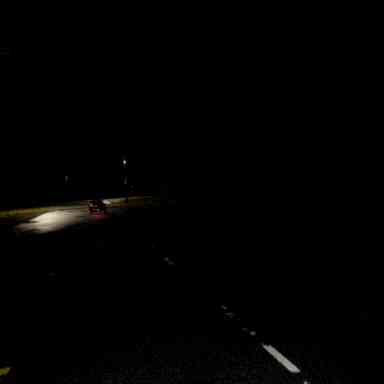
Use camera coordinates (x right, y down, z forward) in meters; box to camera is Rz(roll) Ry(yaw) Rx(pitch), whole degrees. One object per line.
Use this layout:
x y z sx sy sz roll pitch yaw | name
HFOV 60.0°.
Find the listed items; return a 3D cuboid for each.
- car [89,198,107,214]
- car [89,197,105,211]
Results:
-11.607 1.847 41.131 1.837 1.490 4.892 -3 1 -16 | car
-13.954 1.714 48.902 2.097 1.767 4.553 -3 1 -16 | car
